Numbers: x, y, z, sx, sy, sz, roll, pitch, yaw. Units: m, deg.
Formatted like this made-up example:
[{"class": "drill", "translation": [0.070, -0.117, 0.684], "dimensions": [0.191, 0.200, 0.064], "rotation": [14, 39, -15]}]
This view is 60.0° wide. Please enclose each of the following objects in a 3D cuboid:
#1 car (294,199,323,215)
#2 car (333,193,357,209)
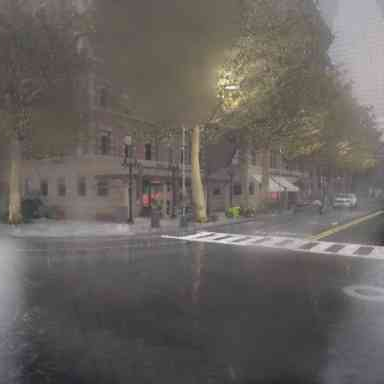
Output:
[{"class": "car", "translation": [11.843, 1.478, 33.545], "dimensions": [2.231, 1.521, 4.892], "rotation": [0, 0, 36]}, {"class": "car", "translation": [20.705, 1.226, 44.867], "dimensions": [2.435, 2.045, 5.566], "rotation": [0, 0, 36]}]
